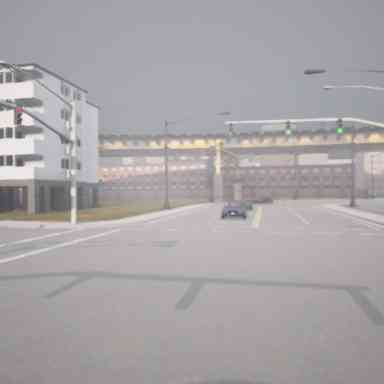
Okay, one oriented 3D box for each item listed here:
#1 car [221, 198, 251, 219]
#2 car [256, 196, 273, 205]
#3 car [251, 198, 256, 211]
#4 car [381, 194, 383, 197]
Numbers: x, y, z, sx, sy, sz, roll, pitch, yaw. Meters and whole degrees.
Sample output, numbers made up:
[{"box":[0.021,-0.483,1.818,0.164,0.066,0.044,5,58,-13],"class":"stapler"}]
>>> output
[{"box":[3.600,1.496,27.971,1.994,1.385,4.181,0,0,12],"class":"car"},{"box":[11.800,1.354,55.803,2.033,1.411,5.357,0,0,37],"class":"car"},{"box":[6.117,1.450,39.216,1.994,1.385,4.181,0,0,13],"class":"car"},{"box":[48.654,0.956,79.379,2.038,1.542,4.974,0,0,-16],"class":"car"}]
